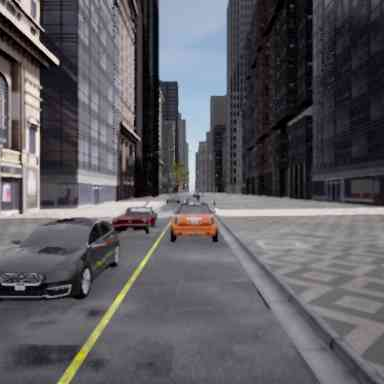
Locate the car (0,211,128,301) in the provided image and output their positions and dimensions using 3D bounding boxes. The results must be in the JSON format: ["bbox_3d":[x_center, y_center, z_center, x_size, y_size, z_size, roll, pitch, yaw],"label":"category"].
[{"bbox_3d":[-3.093,1.461,8.409,1.837,1.490,4.892,0,0,0],"label":"car"}]

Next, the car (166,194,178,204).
[{"bbox_3d":[-3.040,1.057,54.401,2.097,1.767,4.553,0,0,1],"label":"car"}]

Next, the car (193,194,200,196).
[{"bbox_3d":[0.116,1.337,42.743,1.994,1.385,4.181,0,0,0],"label":"car"}]

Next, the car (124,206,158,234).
[{"bbox_3d":[-3.050,1.504,18.670,1.895,1.301,4.718,0,0,0],"label":"car"}]

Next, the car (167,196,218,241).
[{"bbox_3d":[0.103,1.269,16.290,2.097,1.767,4.553,0,0,0],"label":"car"}]
